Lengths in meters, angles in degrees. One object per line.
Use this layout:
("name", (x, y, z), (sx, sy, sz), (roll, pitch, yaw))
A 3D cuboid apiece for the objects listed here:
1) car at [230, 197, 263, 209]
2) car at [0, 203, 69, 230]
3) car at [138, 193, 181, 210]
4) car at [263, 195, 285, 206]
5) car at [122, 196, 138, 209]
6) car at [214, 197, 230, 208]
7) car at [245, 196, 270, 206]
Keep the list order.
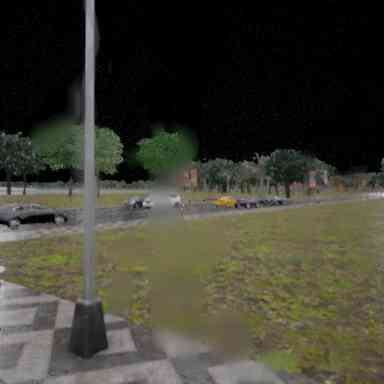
("car", (7.540, 1.453, 45.597), (1.837, 1.490, 4.892), (1, 0, 36))
("car", (-10.230, 1.440, 21.034), (2.128, 1.511, 4.902), (1, 0, 36))
("car", (-3.630, 1.114, 41.460), (2.150, 2.045, 5.566), (1, 0, 36))
("car", (13.263, 1.299, 53.617), (2.097, 1.767, 4.553), (1, 0, 36))
("car", (-6.742, 1.218, 42.699), (2.097, 1.767, 4.553), (1, 0, 36))
("car", (5.065, 1.398, 47.719), (1.882, 1.535, 5.008), (1, 0, 36))
("car", (11.129, 1.468, 56.217), (2.033, 1.411, 5.357), (1, 0, 36))
